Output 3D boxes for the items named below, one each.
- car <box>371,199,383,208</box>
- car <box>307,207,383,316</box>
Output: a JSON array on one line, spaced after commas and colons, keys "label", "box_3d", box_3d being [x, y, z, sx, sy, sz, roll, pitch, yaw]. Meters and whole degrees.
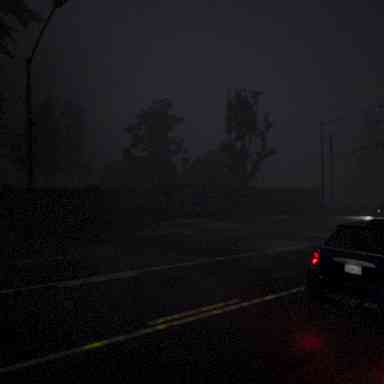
[{"label": "car", "box_3d": [17.621, 1.341, 29.337, 4.892, 1.490, 1.837, -1, 0, -36]}, {"label": "car", "box_3d": [4.510, 1.341, 6.964, 4.553, 1.767, 2.097, 0, 0, -35]}]
